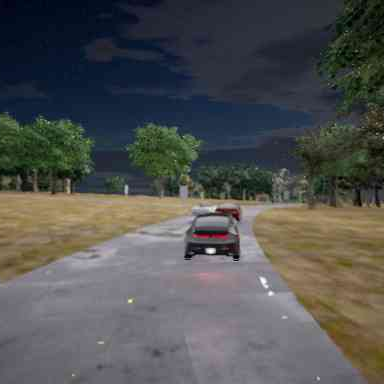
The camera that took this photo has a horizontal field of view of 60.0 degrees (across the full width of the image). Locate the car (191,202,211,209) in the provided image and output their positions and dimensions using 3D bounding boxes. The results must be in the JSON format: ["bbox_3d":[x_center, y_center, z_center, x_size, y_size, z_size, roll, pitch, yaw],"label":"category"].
[{"bbox_3d":[1.285,1.740,33.654,1.895,1.301,4.718,0,0,14],"label":"car"}]

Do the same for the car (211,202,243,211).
[{"bbox_3d":[3.061,1.582,27.259,1.882,1.535,5.008,0,0,12],"label":"car"}]

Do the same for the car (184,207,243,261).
[{"bbox_3d":[0.843,1.551,12.586,1.837,1.490,4.892,0,0,6],"label":"car"}]
